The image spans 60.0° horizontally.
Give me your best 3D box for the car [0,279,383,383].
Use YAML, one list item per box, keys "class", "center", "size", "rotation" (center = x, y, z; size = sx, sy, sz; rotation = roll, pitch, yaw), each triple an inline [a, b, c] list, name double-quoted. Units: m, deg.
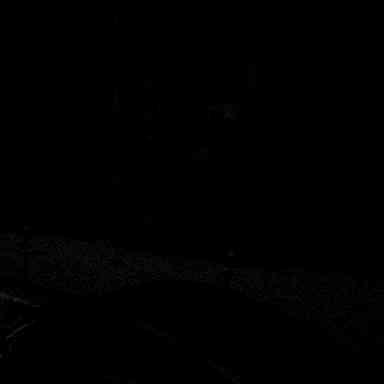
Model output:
- class: "car"
  center: [-0.555, 1.566, 3.208]
  size: [4.313, 1.339, 1.947]
  rotation: [0, 0, 36]
